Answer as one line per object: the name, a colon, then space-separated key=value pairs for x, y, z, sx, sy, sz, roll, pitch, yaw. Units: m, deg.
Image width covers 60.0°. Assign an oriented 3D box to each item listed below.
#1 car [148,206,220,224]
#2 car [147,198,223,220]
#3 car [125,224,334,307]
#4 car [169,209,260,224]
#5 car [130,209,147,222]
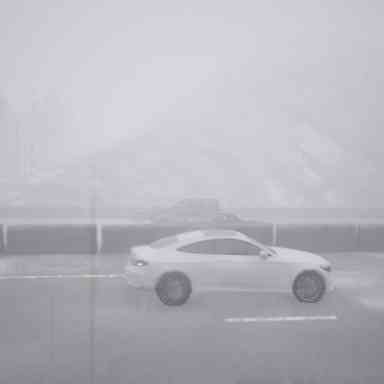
car: x=-0.595 y=1.800 z=21.818 sx=4.181 sy=1.385 sz=1.994 roll=0 pitch=-1 yaw=-5
car: x=-0.368 y=1.499 z=25.355 sx=5.566 sy=2.045 sz=2.150 roll=0 pitch=-1 yaw=-5
car: x=0.837 y=1.616 z=7.691 sx=4.674 sy=1.442 sz=1.812 roll=1 pitch=-1 yaw=-5
car: x=1.245 y=1.813 z=18.470 sx=4.718 sy=1.301 sz=1.895 roll=0 pitch=-1 yaw=-5
car: x=-2.924 y=1.821 z=28.623 sx=4.674 sy=1.442 sz=1.812 roll=0 pitch=-1 yaw=-5
